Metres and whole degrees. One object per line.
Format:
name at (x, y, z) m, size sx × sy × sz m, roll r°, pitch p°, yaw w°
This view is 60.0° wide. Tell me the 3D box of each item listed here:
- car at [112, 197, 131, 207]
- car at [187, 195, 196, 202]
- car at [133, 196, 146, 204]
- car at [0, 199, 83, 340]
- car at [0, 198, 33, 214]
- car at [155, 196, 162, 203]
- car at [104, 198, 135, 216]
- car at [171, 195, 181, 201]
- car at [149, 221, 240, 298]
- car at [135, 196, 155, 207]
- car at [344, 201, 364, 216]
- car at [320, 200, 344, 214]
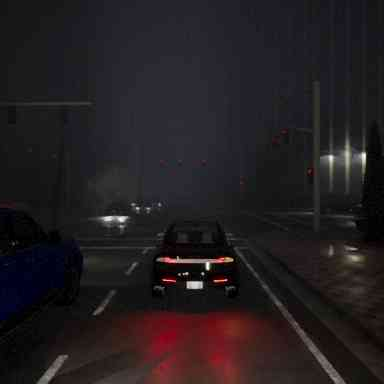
car at (-10.683, 1.564, 50.913) m, size 1.994 × 1.385 × 4.181 m, roll 0°, pitch 0°, yaw 0°
car at (-0.134, 1.429, 75.564) m, size 1.837 × 1.490 × 4.892 m, roll 0°, pitch 0°, yaw 0°
car at (-10.630, 1.526, 67.177) m, size 1.812 × 1.442 × 4.674 m, roll 0°, pitch 0°, yaw 0°
car at (-3.451, 1.221, 4.886) m, size 2.150 × 2.045 × 5.566 m, roll 0°, pitch 0°, yaw 1°
car at (-19.476, 1.478, 34.448) m, size 5.008 × 1.535 × 1.882 m, roll 0°, pitch 1°, yaw -7°
car at (-7.130, 1.503, 67.413) m, size 1.837 × 1.490 × 4.892 m, roll 0°, pitch 0°, yaw 0°
car at (-7.157, 1.564, 32.463) m, size 1.994 × 1.385 × 4.181 m, roll 0°, pitch 0°, yaw 0°
car at (-3.635, 1.339, 76.097) m, size 1.812 × 1.442 × 4.674 m, roll 0°, pitch 0°, yaw 0°
car at (0.078, 1.492, 8.518) m, size 2.128 × 1.511 × 4.902 m, roll 0°, pitch 0°, yaw 1°
car at (-7.181, 1.477, 50.385) m, size 1.882 × 1.535 × 5.008 m, roll 0°, pitch 0°, yaw 0°
car at (17.479, 1.505, 31.472) m, size 4.892 × 1.490 × 1.837 m, roll 0°, pitch 0°, yaw -1°
car at (15.231, 1.564, 34.946) m, size 4.181 × 1.385 × 1.994 m, roll 0°, pitch 0°, yaw -1°
